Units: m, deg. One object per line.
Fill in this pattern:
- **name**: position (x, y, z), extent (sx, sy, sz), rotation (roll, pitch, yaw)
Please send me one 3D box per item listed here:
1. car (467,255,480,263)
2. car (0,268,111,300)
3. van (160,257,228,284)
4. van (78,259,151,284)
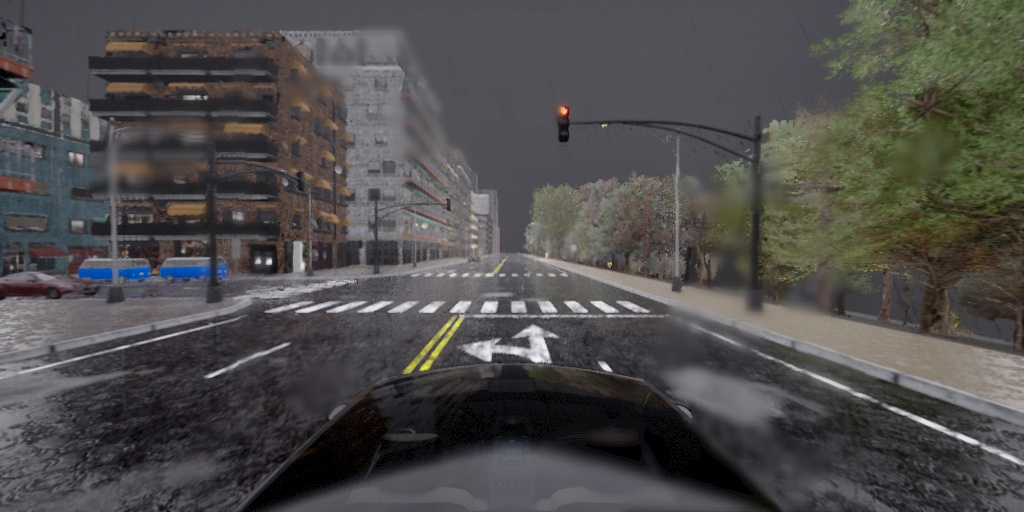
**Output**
- **car**: position (-6.507, 0.453, 61.351), extent (1.994, 1.385, 4.181), rotation (0, 1, 0)
- **car**: position (-22.634, 1.394, 17.341), extent (4.207, 1.307, 1.802), rotation (0, 0, -1)
- **van**: position (-22.722, 0.998, 25.687), extent (3.998, 1.789, 1.690), rotation (0, 0, -1)
- **van**: position (-28.323, 1.073, 25.610), extent (3.998, 1.789, 1.690), rotation (0, 0, -1)
